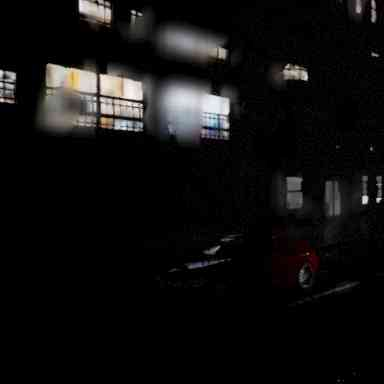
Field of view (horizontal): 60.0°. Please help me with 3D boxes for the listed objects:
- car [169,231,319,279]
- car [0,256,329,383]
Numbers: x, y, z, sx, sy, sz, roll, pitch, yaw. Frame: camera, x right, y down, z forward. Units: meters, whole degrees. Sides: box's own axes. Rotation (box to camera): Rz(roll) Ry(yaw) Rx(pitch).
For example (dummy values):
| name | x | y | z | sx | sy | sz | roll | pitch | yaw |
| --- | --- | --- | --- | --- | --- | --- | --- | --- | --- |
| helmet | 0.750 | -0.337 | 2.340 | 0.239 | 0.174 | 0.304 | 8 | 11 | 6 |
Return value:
| name | x | y | z | sx | sy | sz | roll | pitch | yaw |
| --- | --- | --- | --- | --- | --- | --- | --- | --- | --- |
| car | 1.153 | 1.571 | 7.430 | 4.206 | 1.307 | 1.802 | 0 | -1 | -37 |
| car | -1.037 | 1.610 | 2.597 | 4.718 | 1.301 | 1.895 | 0 | 0 | -37 |
